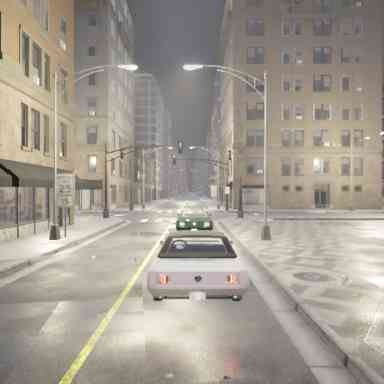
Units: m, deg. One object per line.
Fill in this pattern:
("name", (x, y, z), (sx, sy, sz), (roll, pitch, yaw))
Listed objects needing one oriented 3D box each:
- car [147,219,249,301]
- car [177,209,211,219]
("car", (0.110, 1.601, 8.262), (1.895, 1.301, 4.718), (0, 0, 0))
("car", (0.121, 1.600, 18.497), (1.895, 1.301, 4.718), (0, 0, 0))
